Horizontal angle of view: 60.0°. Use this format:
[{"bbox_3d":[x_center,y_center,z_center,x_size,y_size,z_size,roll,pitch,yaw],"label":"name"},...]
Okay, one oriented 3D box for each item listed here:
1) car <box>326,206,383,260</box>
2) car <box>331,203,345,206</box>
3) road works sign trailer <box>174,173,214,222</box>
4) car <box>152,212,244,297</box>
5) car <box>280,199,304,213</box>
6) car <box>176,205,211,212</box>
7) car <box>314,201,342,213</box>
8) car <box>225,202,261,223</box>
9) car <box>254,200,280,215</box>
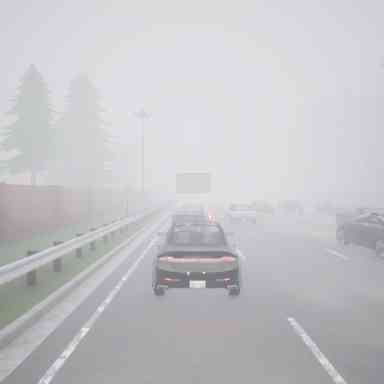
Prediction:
[{"bbox_3d":[7.104,1.490,12.310,2.128,1.511,4.902,0,0,0],"label":"car"},{"bbox_3d":[10.607,1.598,20.438,1.895,1.301,4.718,0,0,0],"label":"car"},{"bbox_3d":[0.071,0.462,22.943,2.380,3.560,2.880,0,0,-1],"label":"road works sign trailer"},{"bbox_3d":[0.103,1.491,8.574,2.128,1.511,4.902,0,0,0],"label":"car"},{"bbox_3d":[10.611,1.501,36.175,1.837,1.490,4.892,0,0,0],"label":"car"},{"bbox_3d":[0.012,1.472,19.025,1.882,1.535,5.008,0,0,5],"label":"car"},{"bbox_3d":[14.112,1.597,33.728,1.895,1.301,4.718,0,0,0],"label":"car"},{"bbox_3d":[3.608,1.598,25.126,1.895,1.301,4.718,0,0,0],"label":"car"},{"bbox_3d":[7.110,1.543,34.179,2.033,1.411,5.357,0,0,0],"label":"car"}]
